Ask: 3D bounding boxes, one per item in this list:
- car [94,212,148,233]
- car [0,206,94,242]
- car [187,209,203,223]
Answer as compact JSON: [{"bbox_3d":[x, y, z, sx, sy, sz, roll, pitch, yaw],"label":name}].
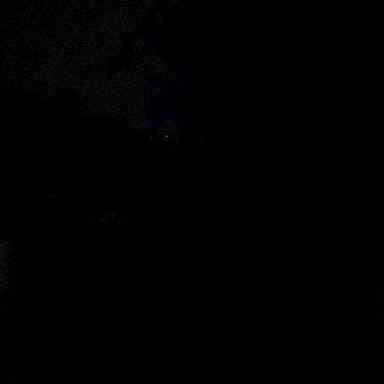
[{"bbox_3d":[-5.178,2.033,23.596,1.752,1.417,4.829,-1,-2,36],"label":"car"},{"bbox_3d":[-8.515,1.717,18.961,2.192,1.841,5.009,-1,-2,36],"label":"car"},{"bbox_3d":[1.195,2.274,32.461,1.947,1.339,4.313,-1,-2,36],"label":"car"}]
